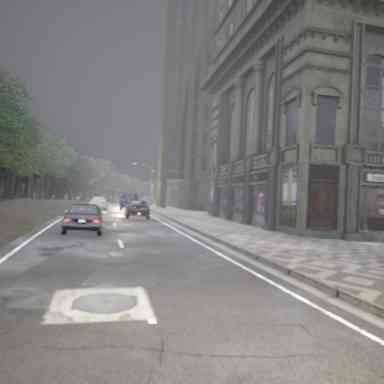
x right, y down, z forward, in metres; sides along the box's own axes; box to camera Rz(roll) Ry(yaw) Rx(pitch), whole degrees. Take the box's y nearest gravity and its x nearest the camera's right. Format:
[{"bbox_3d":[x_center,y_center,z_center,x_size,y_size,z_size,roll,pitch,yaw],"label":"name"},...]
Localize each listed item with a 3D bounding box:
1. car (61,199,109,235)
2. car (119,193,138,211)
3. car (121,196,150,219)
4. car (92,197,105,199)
[{"bbox_3d":[-5.409,1.277,16.786,2.033,1.411,5.357,3,0,-15],"label":"car"},{"bbox_3d":[-7.317,1.119,38.919,2.150,2.045,5.566,3,0,-11],"label":"car"},{"bbox_3d":[-4.563,1.384,27.475,1.837,1.490,4.892,3,-1,-14],"label":"car"},{"bbox_3d":[-10.163,1.228,36.239,1.812,1.442,4.674,3,-1,-13],"label":"car"}]
